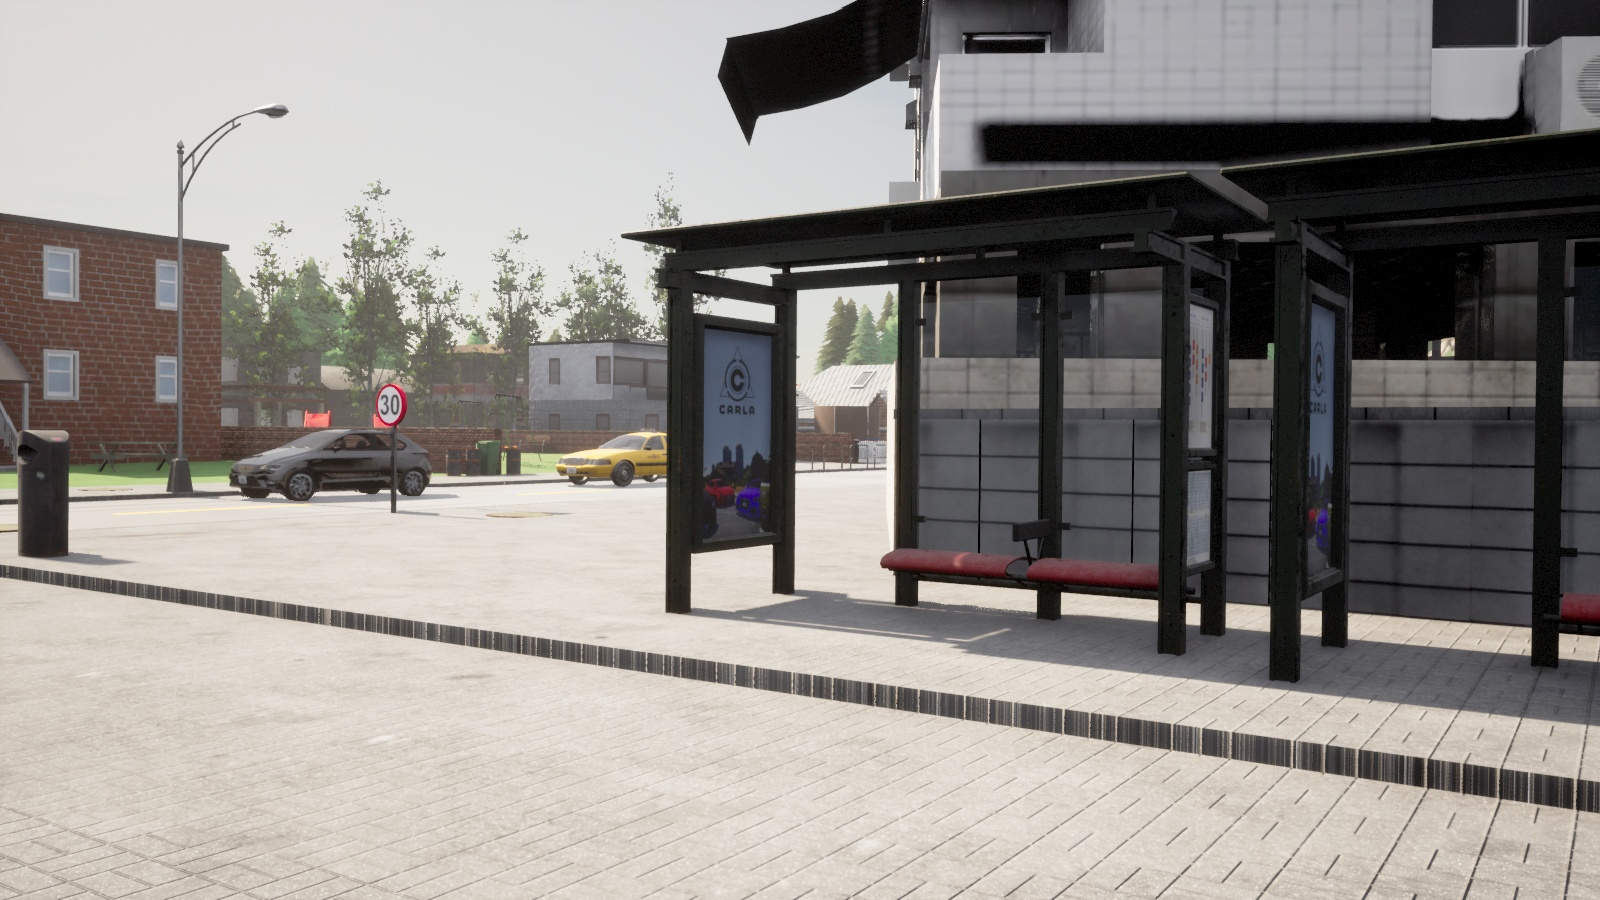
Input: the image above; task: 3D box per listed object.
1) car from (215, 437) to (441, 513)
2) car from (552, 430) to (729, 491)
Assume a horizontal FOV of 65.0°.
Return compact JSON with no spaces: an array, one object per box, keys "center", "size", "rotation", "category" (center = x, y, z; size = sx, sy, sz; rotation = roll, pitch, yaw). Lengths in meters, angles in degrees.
[{"center":[-9.958,0.470,26.754],"size":[1.816,1.474,4.193],"rotation":[0,1,35],"category":"car"},{"center":[-4.336,0.230,35.138],"size":[1.801,1.575,5.366],"rotation":[0,1,34],"category":"car"}]
